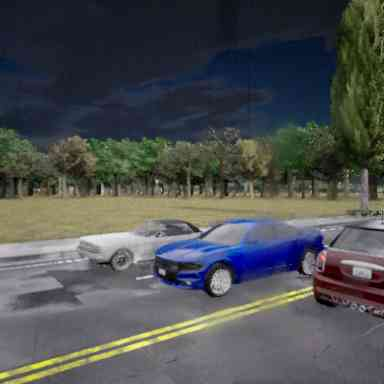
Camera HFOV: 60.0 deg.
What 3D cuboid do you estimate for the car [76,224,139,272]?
[{"bbox_3d":[-1.203,1.578,10.817,4.718,1.301,1.895,0,0,-36],"label":"car"}]

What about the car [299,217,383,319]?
[{"bbox_3d":[4.498,1.321,6.654,4.553,1.767,2.097,0,0,-36],"label":"car"}]

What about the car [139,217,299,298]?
[{"bbox_3d":[1.387,1.452,8.672,5.008,1.535,1.882,0,0,-36],"label":"car"}]
